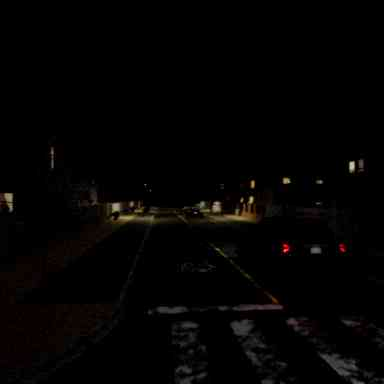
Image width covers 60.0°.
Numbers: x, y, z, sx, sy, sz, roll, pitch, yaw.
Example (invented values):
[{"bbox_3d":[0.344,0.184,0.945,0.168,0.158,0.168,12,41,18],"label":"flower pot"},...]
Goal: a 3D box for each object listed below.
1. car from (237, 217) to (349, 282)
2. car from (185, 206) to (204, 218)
[{"bbox_3d":[2.943,1.581,10.700,2.097,1.767,4.553,1,-1,-7],"label":"car"},{"bbox_3d":[0.228,2.388,40.141,1.994,1.385,4.181,0,-1,-5],"label":"car"}]
